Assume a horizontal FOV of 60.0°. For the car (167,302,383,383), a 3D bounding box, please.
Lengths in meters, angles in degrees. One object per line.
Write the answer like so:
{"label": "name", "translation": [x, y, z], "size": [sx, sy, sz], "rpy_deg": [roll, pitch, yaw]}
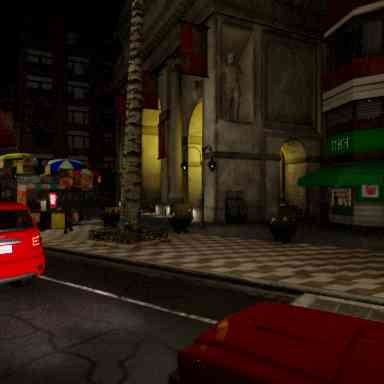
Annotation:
{"label": "car", "translation": [2.106, 1.601, 2.346], "size": [4.718, 1.301, 1.895], "rpy_deg": [0, 0, 36]}

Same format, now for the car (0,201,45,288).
{"label": "car", "translation": [-5.856, 1.221, 8.059], "size": [5.566, 2.045, 2.150], "rpy_deg": [0, 0, 36]}
